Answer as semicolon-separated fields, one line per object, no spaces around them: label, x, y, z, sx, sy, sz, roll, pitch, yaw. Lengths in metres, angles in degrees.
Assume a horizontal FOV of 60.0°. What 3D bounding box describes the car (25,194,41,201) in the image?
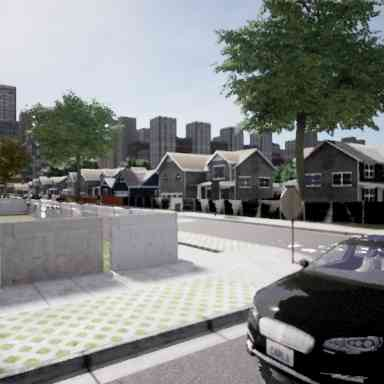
car;-36.913;1.341;77.798;2.097;1.767;4.553;0;0;-35

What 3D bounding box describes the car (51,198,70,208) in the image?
car;-18.605;1.518;46.915;1.812;1.442;4.674;0;0;-35

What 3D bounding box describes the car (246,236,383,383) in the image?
car;2.954;1.484;5.044;4.902;1.511;2.128;0;0;-35
